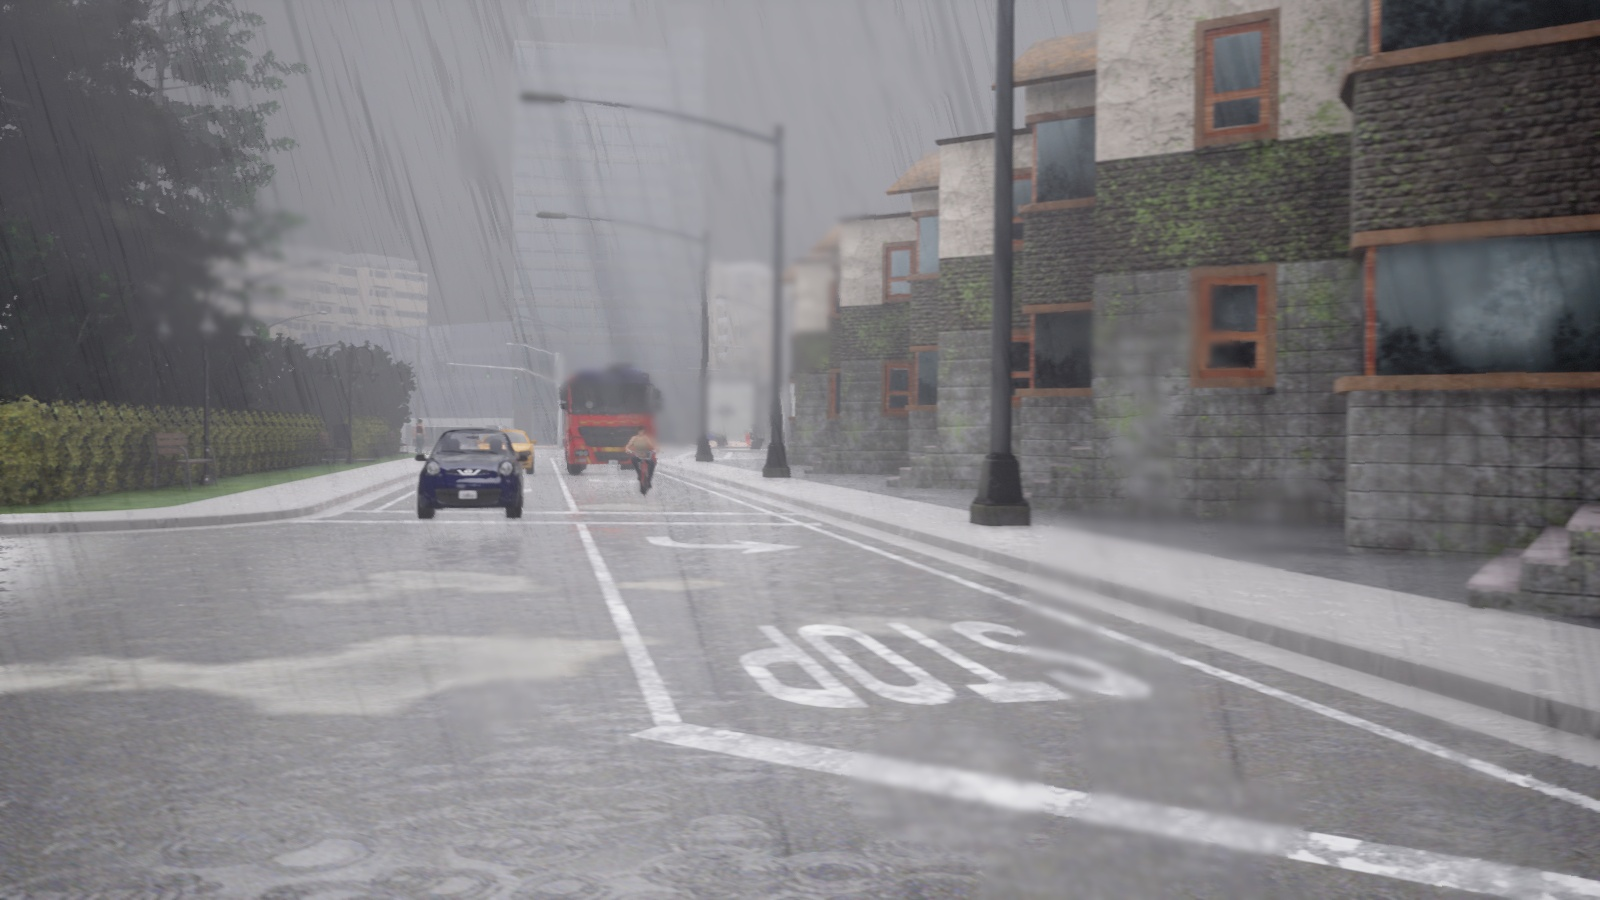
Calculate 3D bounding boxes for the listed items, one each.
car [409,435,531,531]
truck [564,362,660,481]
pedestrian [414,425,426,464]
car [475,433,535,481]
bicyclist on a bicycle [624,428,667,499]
[{"bbox_3d":[-5.627,0.499,21.795,1.845,1.501,3.633,-1,1,-12],"label":"car"},{"bbox_3d":[-6.886,-0.984,44.928,2.891,3.827,8.468,-1,1,-12],"label":"truck"},{"bbox_3d":[-17.967,-0.250,59.367,0.345,1.836,0.594,-1,1,0],"label":"pedestrian"},{"bbox_3d":[-10.116,0.210,43.346,1.882,1.535,5.008,-1,1,-12],"label":"car"},{"bbox_3d":[-3.622,0.300,29.364,0.866,1.612,1.509,-1,1,-11],"label":"bicyclist on a bicycle"}]
